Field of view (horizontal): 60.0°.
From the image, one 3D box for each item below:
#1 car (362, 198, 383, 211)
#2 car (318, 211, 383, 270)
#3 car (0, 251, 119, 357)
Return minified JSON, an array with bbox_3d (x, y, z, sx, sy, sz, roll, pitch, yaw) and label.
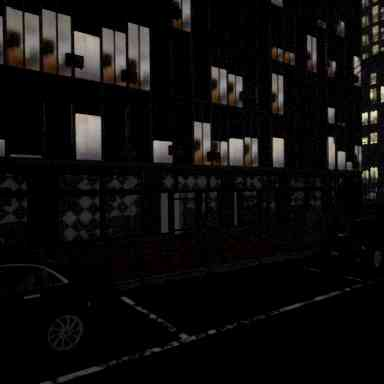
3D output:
[{"bbox_3d":[19.562,1.499,32.212,1.895,1.301,4.718,-1,1,-35],"label":"car"},{"bbox_3d":[5.986,1.541,11.006,4.507,1.381,1.887,0,-1,-35],"label":"car"},{"bbox_3d":[-3.189,1.551,4.427,4.403,1.369,2.008,0,-1,-35],"label":"car"}]
